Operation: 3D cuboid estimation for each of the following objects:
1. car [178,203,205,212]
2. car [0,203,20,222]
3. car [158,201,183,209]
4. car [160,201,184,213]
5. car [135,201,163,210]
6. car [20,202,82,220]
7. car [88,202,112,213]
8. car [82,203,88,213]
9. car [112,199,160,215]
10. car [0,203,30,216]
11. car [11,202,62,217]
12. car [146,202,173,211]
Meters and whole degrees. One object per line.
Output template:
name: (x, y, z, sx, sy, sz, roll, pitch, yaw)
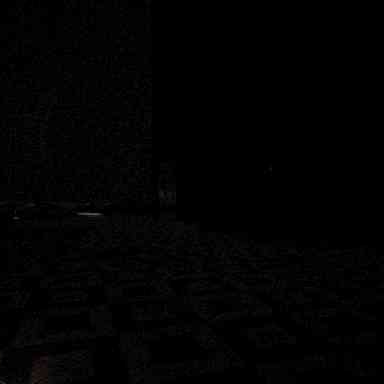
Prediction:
car: (-0.046, 2.245, 49.171, 1.802, 1.307, 4.206, -1, -2, 36)
car: (-16.434, 1.774, 26.193, 1.947, 1.339, 4.313, -1, -2, 35)
car: (-3.710, 2.304, 58.716, 2.008, 1.369, 4.403, -1, -2, 35)
car: (-3.327, 2.113, 44.572, 1.887, 1.381, 4.507, -1, -2, 35)
car: (-6.987, 2.209, 54.122, 2.008, 1.369, 4.403, -1, -2, 35)
car: (-13.059, 1.823, 30.926, 1.752, 1.417, 4.829, -1, -2, 35)
car: (-10.893, 2.011, 44.023, 1.812, 1.442, 4.674, 0, -1, 35)
car: (-13.540, 2.015, 44.933, 1.887, 1.381, 4.507, -1, -2, 35)
car: (-6.605, 1.791, 39.983, 2.192, 1.841, 5.009, -1, -2, 35)
car: (-20.093, 1.841, 35.743, 2.008, 1.369, 4.403, -1, -1, 35)
car: (-16.679, 1.852, 35.927, 1.812, 1.442, 4.674, 0, -1, 36)
car: (-5.034, 2.216, 52.175, 1.994, 1.385, 4.181, 0, -1, 37)
